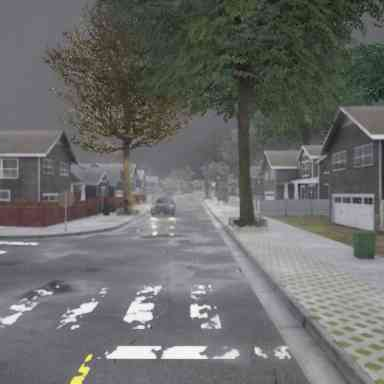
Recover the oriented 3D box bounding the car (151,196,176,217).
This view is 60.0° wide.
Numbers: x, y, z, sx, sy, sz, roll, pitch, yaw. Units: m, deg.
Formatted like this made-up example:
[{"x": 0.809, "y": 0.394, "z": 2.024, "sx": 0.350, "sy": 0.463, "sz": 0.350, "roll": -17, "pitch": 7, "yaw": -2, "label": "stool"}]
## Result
[{"x": -2.596, "y": 1.298, "z": 31.069, "sx": 2.097, "sy": 1.767, "sz": 4.553, "roll": 0, "pitch": 0, "yaw": 0, "label": "car"}]
